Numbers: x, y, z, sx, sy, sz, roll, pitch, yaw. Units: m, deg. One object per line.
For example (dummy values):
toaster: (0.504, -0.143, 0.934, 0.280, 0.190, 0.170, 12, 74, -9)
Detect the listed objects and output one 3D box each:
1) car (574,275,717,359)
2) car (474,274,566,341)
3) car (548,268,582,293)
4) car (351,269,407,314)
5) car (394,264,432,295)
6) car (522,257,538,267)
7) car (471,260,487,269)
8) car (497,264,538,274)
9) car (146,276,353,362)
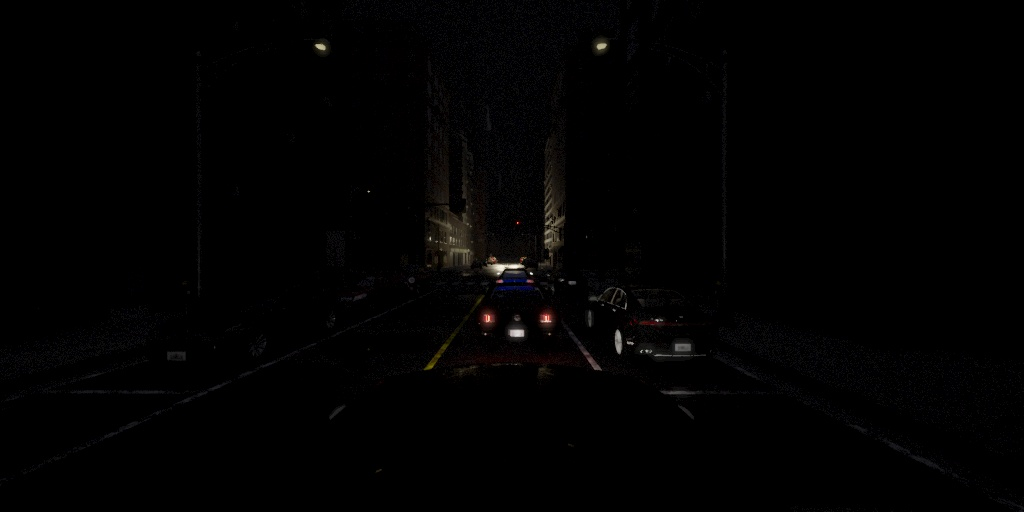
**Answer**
car: (2.876, 1.300, 8.198, 2.007, 1.370, 4.403, 0, 0, 0)
car: (0.120, 1.351, 9.823, 1.895, 1.301, 4.718, 0, 0, 0)
car: (2.911, 1.316, 19.200, 1.948, 1.339, 4.313, 0, 0, 0)
car: (-5.632, 1.332, 13.726, 1.802, 1.307, 4.207, 0, 0, 0)
car: (-5.614, 1.190, 19.227, 1.967, 1.591, 4.097, 0, 0, 0)
car: (3.063, 1.226, 56.289, 1.967, 1.591, 4.097, 0, 0, 0)
car: (-5.462, 1.368, 56.329, 1.802, 1.307, 4.207, 0, 0, 0)
car: (0.149, 1.315, 18.582, 1.994, 1.385, 4.181, 0, 0, 1)
car: (-5.649, 1.315, 8.225, 1.948, 1.339, 4.313, 0, 0, 0)
